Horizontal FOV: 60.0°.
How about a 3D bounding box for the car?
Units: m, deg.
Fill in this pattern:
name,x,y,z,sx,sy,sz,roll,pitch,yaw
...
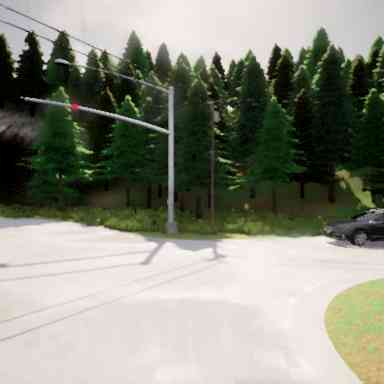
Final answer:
name,x,y,z,sx,sy,sz,roll,pitch,yaw
car,8.372,1.514,14.741,4.892,1.490,1.837,0,0,-4
